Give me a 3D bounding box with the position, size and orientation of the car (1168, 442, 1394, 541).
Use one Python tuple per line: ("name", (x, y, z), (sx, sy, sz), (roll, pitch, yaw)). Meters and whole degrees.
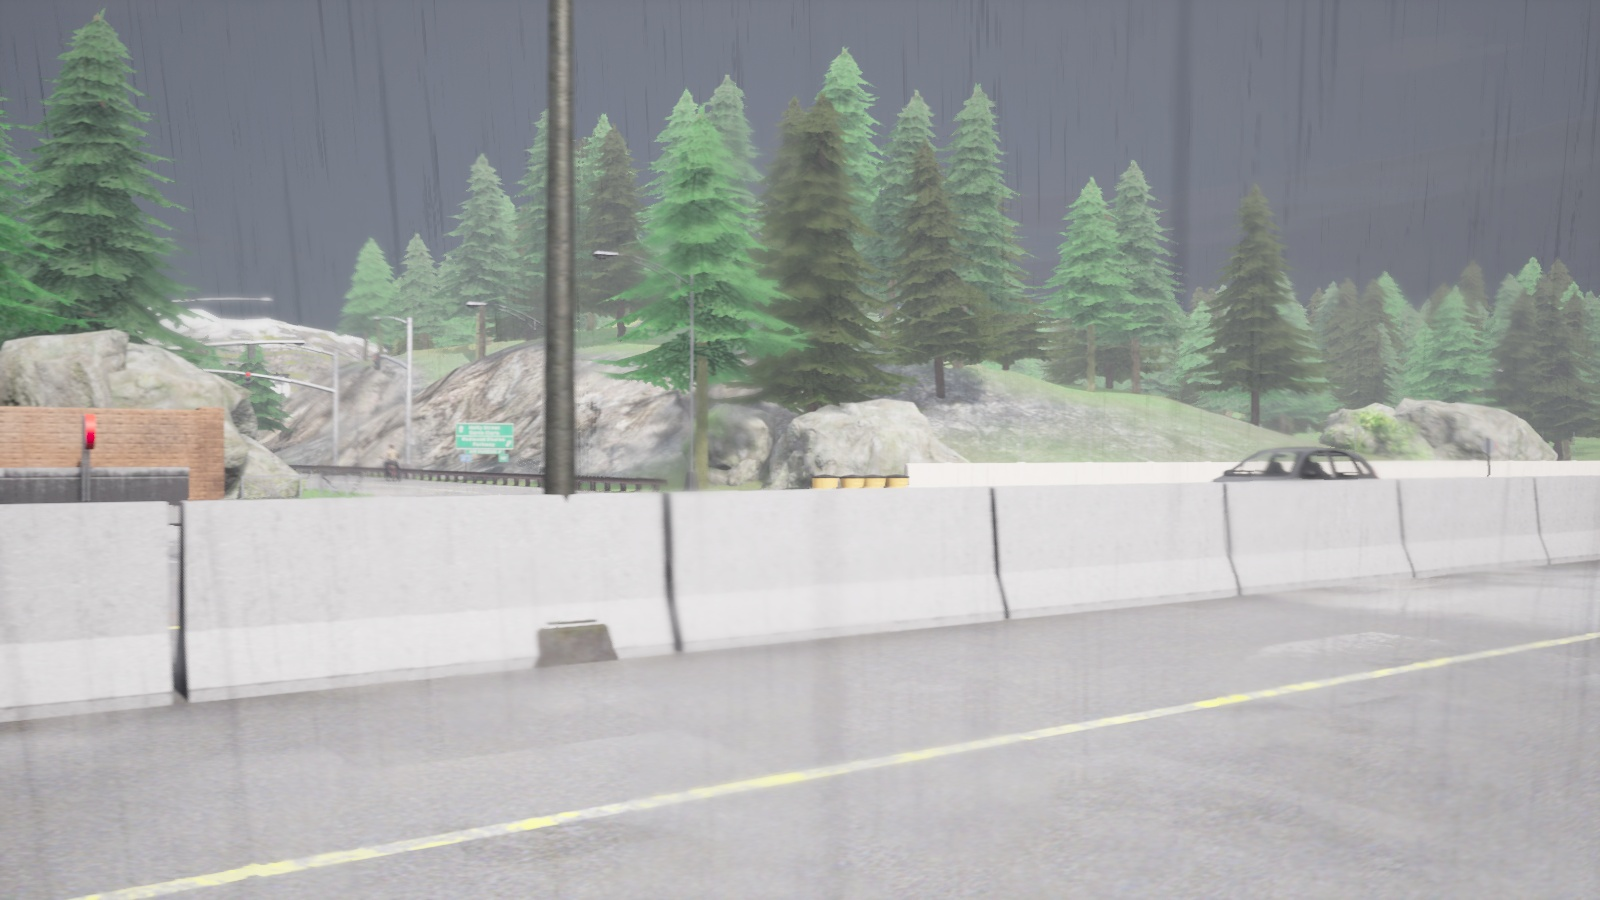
("car", (8.634, 0.680, 22.462), (3.988, 1.617, 1.851), (0, 0, -35))
